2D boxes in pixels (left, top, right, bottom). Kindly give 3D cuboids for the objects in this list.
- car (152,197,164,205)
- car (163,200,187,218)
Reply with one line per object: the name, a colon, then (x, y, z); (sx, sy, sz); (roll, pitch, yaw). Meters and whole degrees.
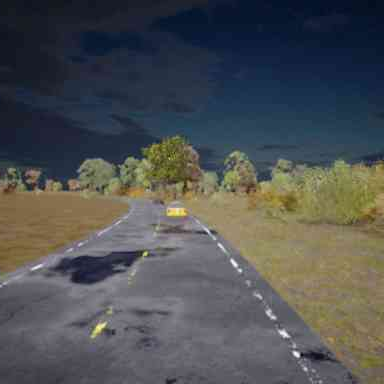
car: (-6.204, 1.634, 60.893); (1.837, 1.490, 4.892); (0, -2, -11)
car: (-1.464, 1.583, 30.501); (1.801, 1.575, 5.366); (0, 0, -5)
